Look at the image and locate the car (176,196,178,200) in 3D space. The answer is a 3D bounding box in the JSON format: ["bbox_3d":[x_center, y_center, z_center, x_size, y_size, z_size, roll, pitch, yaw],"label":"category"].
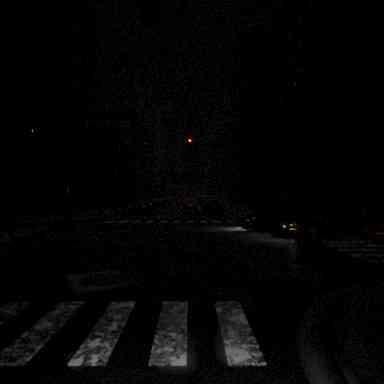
[{"bbox_3d":[-5.570,1.785,91.236,1.887,1.381,4.507,0,0,0],"label":"car"}]

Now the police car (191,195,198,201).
[{"bbox_3d":[0.642,1.662,90.194,1.930,1.638,5.238,0,0,0],"label":"police car"}]

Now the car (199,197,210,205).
[{"bbox_3d":[2.406,1.692,63.668,2.008,1.369,4.403,0,0,0],"label":"car"}]

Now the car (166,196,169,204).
[{"bbox_3d":[-5.629,1.675,58.171,2.008,1.369,4.403,0,0,0],"label":"car"}]

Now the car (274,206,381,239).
[{"bbox_3d":[7.021,1.489,16.933,4.892,1.490,1.837,0,-1,-7],"label":"car"}]

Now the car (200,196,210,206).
[{"bbox_3d":[2.376,1.674,47.136,1.802,1.307,4.206,0,0,0],"label":"car"}]

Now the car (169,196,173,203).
[{"bbox_3d":[-5.610,1.601,69.193,1.967,1.590,4.097,0,0,0],"label":"car"}]

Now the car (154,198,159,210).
[{"bbox_3d":[-5.659,1.519,41.639,1.967,1.590,4.097,0,0,0],"label":"car"}]

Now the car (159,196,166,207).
[{"bbox_3d":[-5.639,1.690,52.660,1.802,1.307,4.206,0,0,0],"label":"car"}]

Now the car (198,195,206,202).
[{"bbox_3d":[2.445,1.660,85.711,1.967,1.590,4.097,0,0,0],"label":"car"}]

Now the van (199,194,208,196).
[{"bbox_3d":[2.396,1.465,58.157,1.690,1.788,3.998,0,0,0],"label":"van"}]

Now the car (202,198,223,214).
[{"bbox_3d":[2.356,1.631,36.113,1.947,1.339,4.313,0,0,0],"label":"car"}]

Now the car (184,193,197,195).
[{"bbox_3d":[-0.211,1.528,72.834,2.097,1.767,4.553,0,0,0],"label":"car"}]

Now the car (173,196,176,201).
[{"bbox_3d":[-5.590,1.751,80.214,2.008,1.369,4.403,0,0,0],"label":"car"}]

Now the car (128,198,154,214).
[{"bbox_3d":[-5.669,1.506,36.129,1.967,1.590,4.097,0,0,0],"label":"car"}]

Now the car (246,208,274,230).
[{"bbox_3d":[5.476,1.571,20.600,4.181,1.385,1.994,-1,0,0],"label":"car"}]

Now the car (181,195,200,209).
[{"bbox_3d":[-0.178,1.568,46.350,1.882,1.535,5.008,0,0,0],"label":"car"}]
